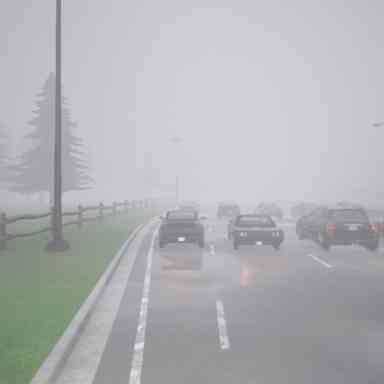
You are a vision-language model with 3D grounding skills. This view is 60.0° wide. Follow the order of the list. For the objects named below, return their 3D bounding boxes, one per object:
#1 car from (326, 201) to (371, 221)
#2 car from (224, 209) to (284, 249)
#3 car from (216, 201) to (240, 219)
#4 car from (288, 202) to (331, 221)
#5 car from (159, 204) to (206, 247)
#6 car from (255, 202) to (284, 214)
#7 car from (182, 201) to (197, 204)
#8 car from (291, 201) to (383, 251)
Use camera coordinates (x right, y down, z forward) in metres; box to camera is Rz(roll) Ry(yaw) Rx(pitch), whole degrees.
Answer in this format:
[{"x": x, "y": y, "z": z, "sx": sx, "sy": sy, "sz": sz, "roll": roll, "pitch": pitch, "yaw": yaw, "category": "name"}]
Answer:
[{"x": 13.728, "y": 1.601, "z": 29.524, "sx": 1.837, "sy": 1.490, "sz": 4.892, "roll": 0, "pitch": 0, "yaw": 2, "category": "car"}, {"x": 2.629, "y": 1.634, "z": 14.757, "sx": 1.895, "sy": 1.301, "sz": 4.718, "roll": 0, "pitch": 0, "yaw": 2, "category": "car"}, {"x": 3.246, "y": 1.538, "z": 30.128, "sx": 1.882, "sy": 1.535, "sz": 5.008, "roll": 0, "pitch": 0, "yaw": 2, "category": "car"}, {"x": 10.213, "y": 1.629, "z": 29.350, "sx": 2.033, "sy": 1.411, "sz": 5.357, "roll": 0, "pitch": 0, "yaw": 2, "category": "car"}, {"x": -0.442, "y": 1.531, "z": 15.068, "sx": 1.837, "sy": 1.490, "sz": 4.892, "roll": 0, "pitch": 0, "yaw": -1, "category": "car"}, {"x": 6.716, "y": 1.618, "z": 29.489, "sx": 2.033, "sy": 1.411, "sz": 5.357, "roll": 0, "pitch": 0, "yaw": 2, "category": "car"}, {"x": -0.257, "y": 1.574, "z": 30.162, "sx": 1.812, "sy": 1.442, "sz": 4.674, "roll": 0, "pitch": 0, "yaw": 3, "category": "car"}, {"x": 6.127, "y": 1.394, "z": 14.595, "sx": 2.097, "sy": 1.767, "sz": 4.553, "roll": 0, "pitch": 0, "yaw": 2, "category": "car"}]
